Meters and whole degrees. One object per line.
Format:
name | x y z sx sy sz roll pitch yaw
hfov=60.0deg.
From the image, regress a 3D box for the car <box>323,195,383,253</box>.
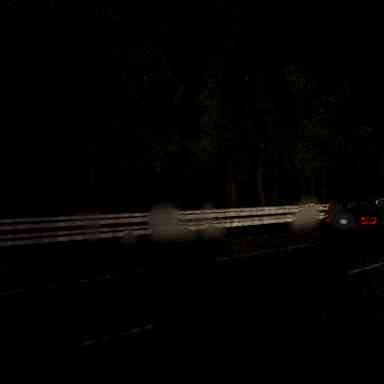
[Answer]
car | 7.637 1.145 13.505 5.566 2.045 2.150 0 0 -35
